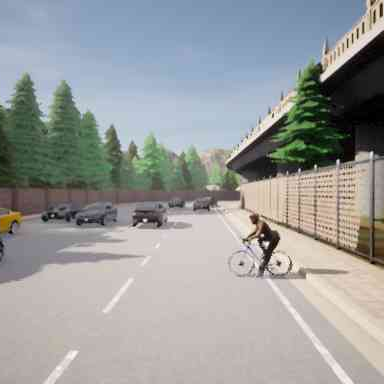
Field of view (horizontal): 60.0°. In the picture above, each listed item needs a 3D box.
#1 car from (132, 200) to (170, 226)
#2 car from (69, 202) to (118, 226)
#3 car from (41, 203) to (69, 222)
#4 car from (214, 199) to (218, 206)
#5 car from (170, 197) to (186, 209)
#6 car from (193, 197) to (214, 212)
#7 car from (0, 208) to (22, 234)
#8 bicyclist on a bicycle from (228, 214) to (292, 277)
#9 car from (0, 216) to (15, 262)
[{"bbox_3d":[-2.809,1.467,22.797,1.837,1.490,4.892,0,0,2],"label":"car"},{"bbox_3d":[-6.493,1.466,23.058,1.837,1.490,4.892,0,0,2],"label":"car"},{"bbox_3d":[-9.906,1.521,25.817,1.994,1.385,4.181,0,0,2],"label":"car"},{"bbox_3d":[2.592,1.445,49.965,1.812,1.442,4.674,0,0,15],"label":"car"},{"bbox_3d":[-1.995,1.416,44.221,2.128,1.511,4.902,0,0,5],"label":"car"},{"bbox_3d":[1.135,1.428,38.667,2.128,1.511,4.902,0,0,2],"label":"car"},{"bbox_3d":[-10.196,1.450,15.914,1.882,1.535,5.008,0,0,2],"label":"car"},{"bbox_3d":[1.771,1.401,8.644,1.656,1.620,0.582,0,0,2],"label":"bicyclist on a bicycle"},{"bbox_3d":[-6.894,1.549,8.759,1.994,1.385,4.181,0,0,2],"label":"car"}]
